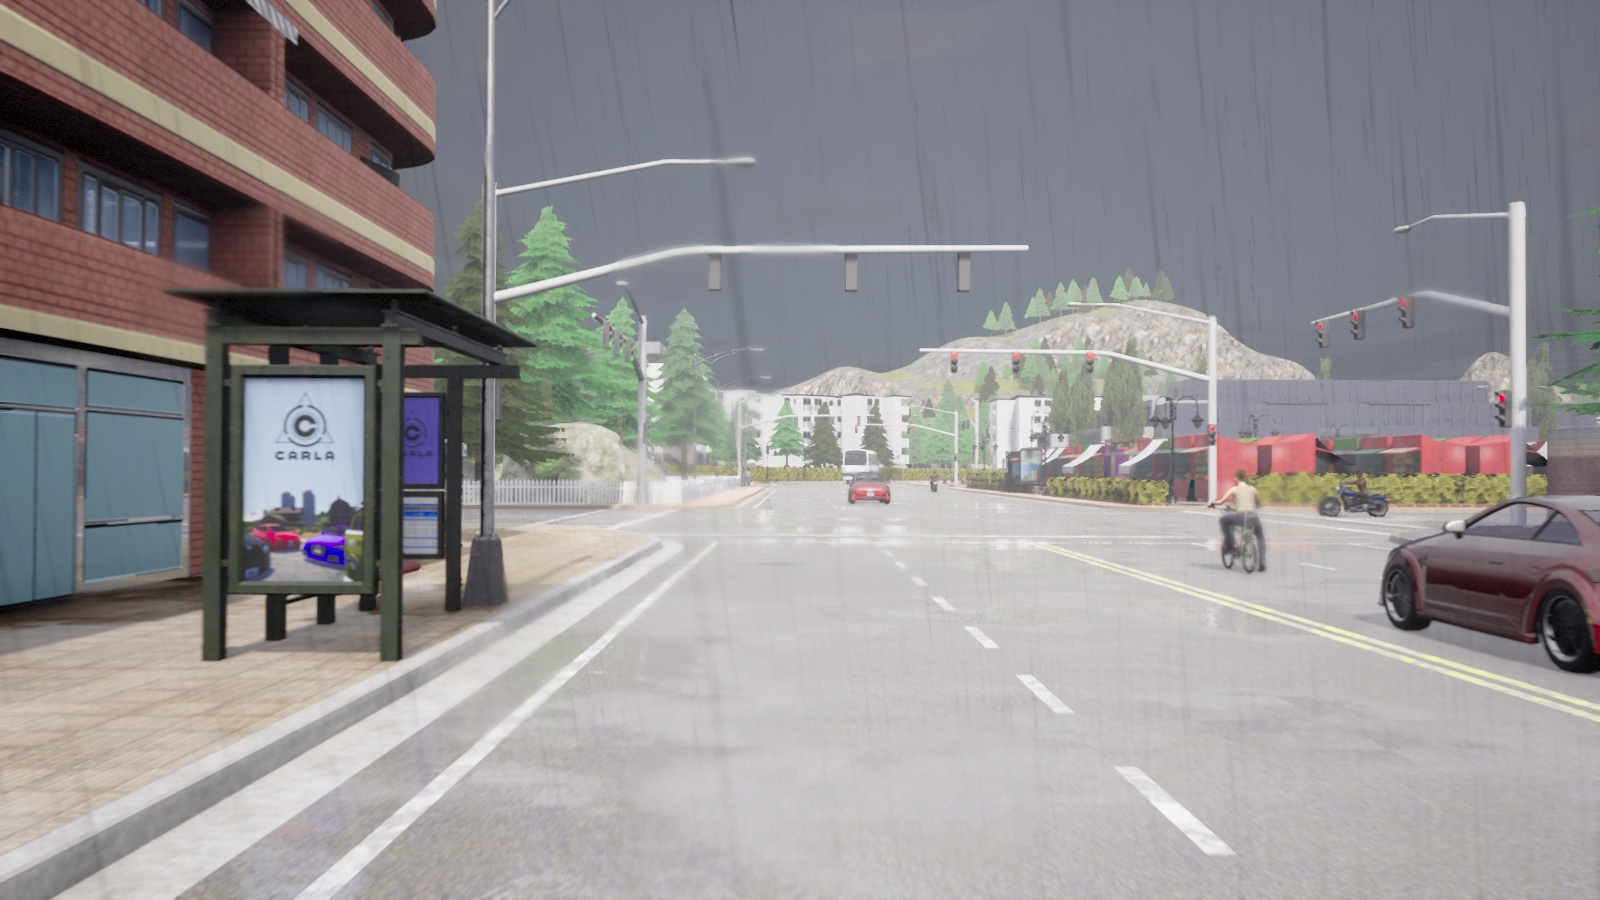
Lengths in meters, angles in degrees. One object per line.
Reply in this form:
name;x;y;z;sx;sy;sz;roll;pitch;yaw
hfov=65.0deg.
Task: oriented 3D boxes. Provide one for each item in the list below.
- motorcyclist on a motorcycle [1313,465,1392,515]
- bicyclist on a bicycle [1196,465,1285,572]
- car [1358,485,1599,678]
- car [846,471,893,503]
motorcyclist on a motorcycle;18.744;1.349;42.638;2.350;1.649;0.766;0;-1;-1
bicyclist on a bicycle;6.945;1.056;19.886;0.866;1.612;1.509;0;-1;0
car;6.969;1.041;11.345;1.994;1.385;4.181;0;-1;0
car;3.345;1.775;61.337;2.007;1.525;4.514;0;-1;0
